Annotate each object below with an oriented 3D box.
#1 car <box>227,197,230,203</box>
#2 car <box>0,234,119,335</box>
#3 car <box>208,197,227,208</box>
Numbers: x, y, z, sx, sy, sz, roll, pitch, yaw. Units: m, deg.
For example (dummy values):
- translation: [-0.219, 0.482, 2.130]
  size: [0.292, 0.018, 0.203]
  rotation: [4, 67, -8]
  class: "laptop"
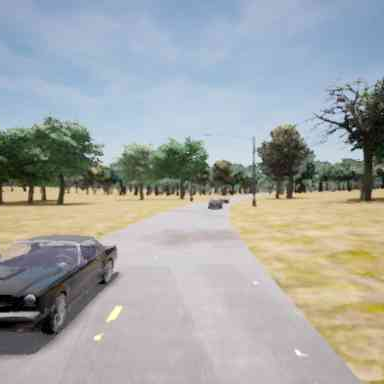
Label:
- translation: [6.402, 1.533, 65.202]
  size: [1.895, 1.301, 4.718]
  rotation: [0, 0, 11]
  class: "car"
- translation: [-2.990, 1.631, 6.910]
  size: [1.895, 1.301, 4.718]
  rotation: [0, 0, 1]
  class: "car"
- translation: [3.381, 1.500, 46.774]
  size: [2.128, 1.511, 4.902]
  rotation: [0, 0, 8]
  class: "car"
